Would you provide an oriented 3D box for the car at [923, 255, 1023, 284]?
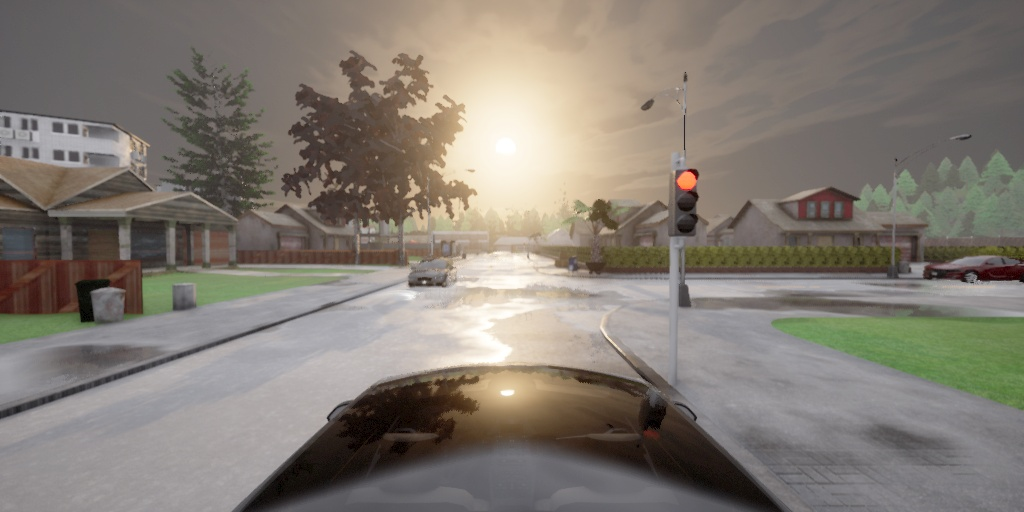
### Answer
[{"bbox_3d":[26.006,0.713,19.928,5.008,1.535,1.882,0,2,0],"label":"car"}]

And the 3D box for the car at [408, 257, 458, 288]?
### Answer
[{"bbox_3d":[-3.998,0.861,18.775,1.837,1.490,4.892,0,2,0],"label":"car"}]
